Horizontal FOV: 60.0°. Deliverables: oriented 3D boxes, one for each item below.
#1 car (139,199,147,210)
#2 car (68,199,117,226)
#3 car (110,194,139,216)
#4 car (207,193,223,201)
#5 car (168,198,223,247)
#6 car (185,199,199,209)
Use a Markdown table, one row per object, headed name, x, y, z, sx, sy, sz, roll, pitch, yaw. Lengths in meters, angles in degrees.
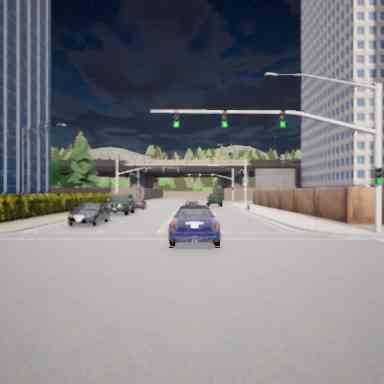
| name | x | y | z | sx | sy | sz | roll | pitch | yaw |
| --- | --- | --- | --- | --- | --- | --- | --- | --- | --- |
| car | -6.998 | 1.557 | 43.027 | 1.994 | 1.385 | 4.181 | 0 | 0 | 0 |
| car | -7.095 | 1.488 | 23.294 | 2.128 | 1.511 | 4.902 | 0 | 0 | 0 |
| car | -7.071 | 1.217 | 33.162 | 2.150 | 2.045 | 5.566 | 0 | 0 | 0 |
| car | 3.502 | 1.213 | 51.239 | 2.150 | 2.045 | 5.566 | 0 | 0 | 0 |
| car | 0.100 | 1.350 | 15.096 | 2.097 | 1.767 | 4.553 | 0 | 0 | 0 |
| car | 0.018 | 1.594 | 45.759 | 1.895 | 1.301 | 4.718 | 0 | 0 | 0 |
